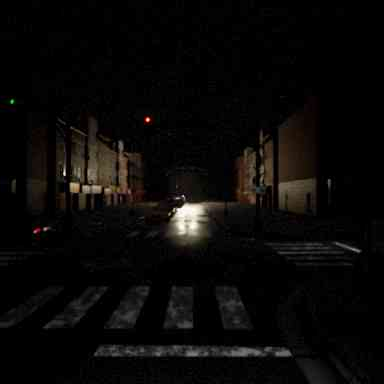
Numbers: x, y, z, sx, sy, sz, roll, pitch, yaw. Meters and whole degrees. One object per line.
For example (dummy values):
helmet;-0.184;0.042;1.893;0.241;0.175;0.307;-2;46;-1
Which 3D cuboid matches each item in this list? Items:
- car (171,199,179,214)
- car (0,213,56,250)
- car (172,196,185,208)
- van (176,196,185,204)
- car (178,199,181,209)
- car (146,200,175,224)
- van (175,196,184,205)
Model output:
car;-2.540;1.668;31.839;1.887;1.381;4.507;0;0;0
car;-8.697;1.620;14.092;5.357;1.411;2.033;0;-1;0
car;-2.490;1.649;48.655;1.967;1.590;4.097;0;0;0
van;-2.423;1.681;71.077;1.690;1.788;3.998;0;0;0
car;-2.524;1.732;37.444;1.802;1.307;4.206;0;0;0
car;-2.557;1.622;26.064;1.752;1.417;4.829;0;0;0
van;-2.440;1.647;65.472;1.690;1.788;3.998;0;0;0
